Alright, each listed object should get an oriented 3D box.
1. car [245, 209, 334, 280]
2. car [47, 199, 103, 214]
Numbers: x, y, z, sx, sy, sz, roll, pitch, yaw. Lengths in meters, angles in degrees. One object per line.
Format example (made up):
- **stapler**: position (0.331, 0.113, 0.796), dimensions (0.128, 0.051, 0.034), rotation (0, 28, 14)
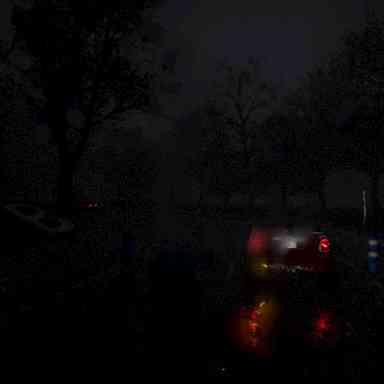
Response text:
- **car**: position (2.693, 1.268, 9.989), dimensions (2.097, 1.767, 4.553), rotation (0, 0, 10)
- **car**: position (-10.466, 1.169, 29.767), dimensions (5.357, 1.411, 2.033), rotation (1, 0, 28)
